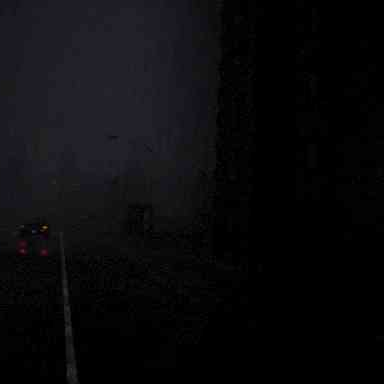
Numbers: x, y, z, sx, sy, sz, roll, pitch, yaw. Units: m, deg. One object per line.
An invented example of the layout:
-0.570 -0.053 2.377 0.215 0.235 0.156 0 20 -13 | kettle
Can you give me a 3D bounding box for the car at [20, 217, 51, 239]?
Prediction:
-11.553 2.610 24.673 1.812 1.442 4.674 4 -4 -22 | car
